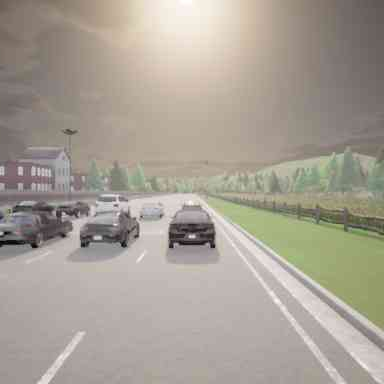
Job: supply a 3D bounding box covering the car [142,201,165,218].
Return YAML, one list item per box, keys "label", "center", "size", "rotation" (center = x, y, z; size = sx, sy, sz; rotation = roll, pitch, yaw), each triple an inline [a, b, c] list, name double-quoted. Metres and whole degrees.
- label: "car"
  center: [-3.500, 1.530, 29.650]
  size: [1.812, 1.442, 4.674]
  rotation: [0, 0, 0]

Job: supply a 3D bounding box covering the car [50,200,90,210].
- label: "car"
  center: [-10.500, 1.514, 29.650]
  size: [1.837, 1.490, 4.892]
  rotation: [0, 0, 0]

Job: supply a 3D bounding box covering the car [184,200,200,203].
- label: "car"
  center: [0.000, 1.493, 29.650]
  size: [2.128, 1.511, 4.902]
  rotation: [0, 0, 0]

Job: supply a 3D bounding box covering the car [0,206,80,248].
- label: "car"
  center: [-7.000, 1.560, 14.650]
  size: [2.033, 1.411, 5.357]
  rotation: [0, 0, 0]

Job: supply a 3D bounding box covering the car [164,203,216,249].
- label: "car"
  center: [0.000, 1.482, 14.650]
  size: [1.882, 1.535, 5.008]
  rotation: [0, 0, 0]

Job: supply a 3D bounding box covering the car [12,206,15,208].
- label: "car"
  center: [-10.500, 1.255, 14.680]
  size: [2.150, 2.045, 5.566]
  rotation: [0, 0, 0]

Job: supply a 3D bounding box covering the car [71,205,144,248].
- label: "car"
  center: [-3.500, 1.530, 14.650]
  size: [1.812, 1.442, 4.674]
  rotation: [0, 0, 0]

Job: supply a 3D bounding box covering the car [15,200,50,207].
- label: "car"
  center: [-14.000, 1.482, 29.650]
  size: [1.882, 1.535, 5.008]
  rotation: [0, 0, 0]

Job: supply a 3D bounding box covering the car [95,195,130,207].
- label: "car"
  center: [-7.000, 1.255, 29.680]
  size: [2.150, 2.045, 5.566]
  rotation: [0, 0, 0]
